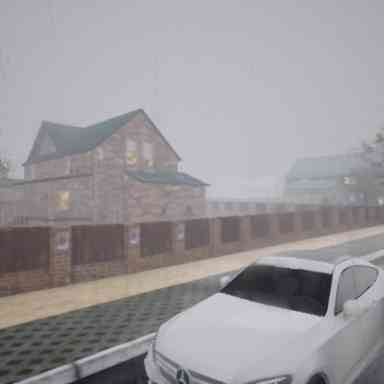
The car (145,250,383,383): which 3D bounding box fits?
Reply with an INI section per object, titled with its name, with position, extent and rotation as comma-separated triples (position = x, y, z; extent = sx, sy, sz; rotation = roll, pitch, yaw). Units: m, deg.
[car]
position = 1.523, 1.619, 4.647
extent = 1.812, 1.442, 4.674
rotation = -2, -2, 44
